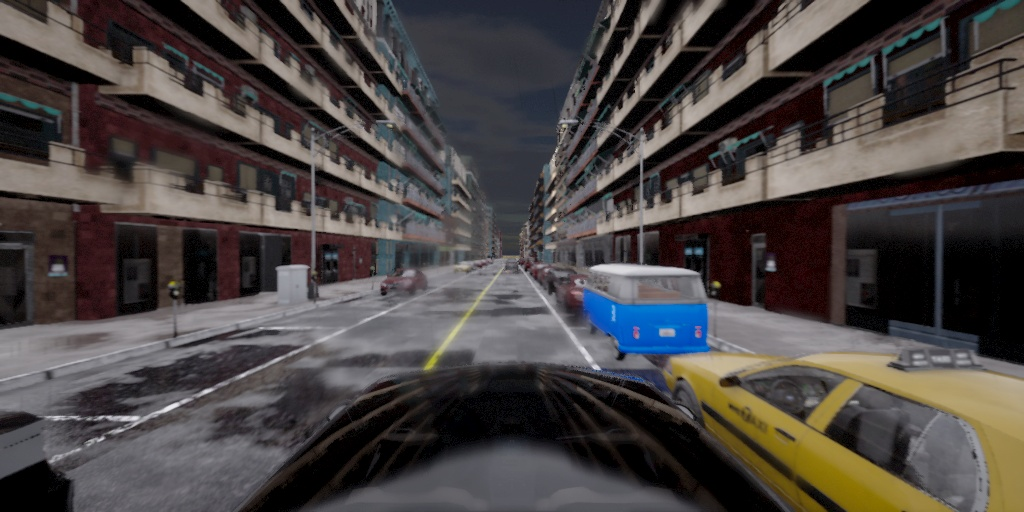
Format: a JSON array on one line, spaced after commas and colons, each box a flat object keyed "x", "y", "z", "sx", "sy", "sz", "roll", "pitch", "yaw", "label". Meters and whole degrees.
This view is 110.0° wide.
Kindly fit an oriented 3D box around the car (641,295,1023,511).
[{"x": 2.690, "y": 1.275, "z": 2.532, "sx": 1.751, "sy": 1.417, "sz": 4.829, "roll": 0, "pitch": 0, "yaw": 0, "label": "car"}]

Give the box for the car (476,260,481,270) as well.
[{"x": -5.697, "y": 1.319, "z": 47.842, "sx": 2.007, "sy": 1.370, "sz": 4.403, "roll": 0, "pitch": 0, "yaw": 0, "label": "car"}]

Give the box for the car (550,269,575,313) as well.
[{"x": 2.688, "y": 1.332, "z": 13.732, "sx": 1.802, "sy": 1.307, "sz": 4.207, "roll": 0, "pitch": 0, "yaw": 0, "label": "car"}]

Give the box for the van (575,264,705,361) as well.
[{"x": 2.689, "y": 1.090, "z": 8.047, "sx": 1.690, "sy": 1.789, "sz": 3.998, "roll": 0, "pitch": 0, "yaw": 0, "label": "van"}]

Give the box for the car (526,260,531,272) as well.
[{"x": 2.686, "y": 1.341, "z": 36.470, "sx": 1.802, "sy": 1.307, "sz": 4.207, "roll": 0, "pitch": 0, "yaw": 0, "label": "car"}]

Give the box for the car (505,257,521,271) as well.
[{"x": -0.006, "y": 1.262, "z": 50.309, "sx": 2.128, "sy": 1.511, "sz": 4.902, "roll": 0, "pitch": 0, "yaw": 0, "label": "car"}]

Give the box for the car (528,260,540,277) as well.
[{"x": 2.686, "y": 1.301, "z": 30.785, "sx": 1.888, "sy": 1.381, "sz": 4.507, "roll": 0, "pitch": 0, "yaw": 0, "label": "car"}]

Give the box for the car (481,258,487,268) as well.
[{"x": -5.699, "y": 1.325, "z": 59.210, "sx": 1.888, "sy": 1.381, "sz": 4.507, "roll": 0, "pitch": 0, "yaw": 0, "label": "car"}]

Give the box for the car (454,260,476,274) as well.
[{"x": -5.696, "y": 1.289, "z": 41.987, "sx": 1.751, "sy": 1.417, "sz": 4.829, "roll": 0, "pitch": 0, "yaw": 0, "label": "car"}]

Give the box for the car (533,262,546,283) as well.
[{"x": 2.687, "y": 1.335, "z": 25.101, "sx": 1.802, "sy": 1.307, "sz": 4.207, "roll": 0, "pitch": 0, "yaw": 0, "label": "car"}]

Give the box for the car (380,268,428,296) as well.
[{"x": -5.693, "y": 1.332, "z": 19.418, "sx": 1.802, "sy": 1.307, "sz": 4.207, "roll": 0, "pitch": 0, "yaw": 0, "label": "car"}]

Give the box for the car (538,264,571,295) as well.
[{"x": 2.688, "y": 1.316, "z": 19.416, "sx": 1.948, "sy": 1.339, "sz": 4.313, "roll": 0, "pitch": 0, "yaw": 0, "label": "car"}]

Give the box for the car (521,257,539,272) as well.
[{"x": 2.684, "y": 1.083, "z": 47.839, "sx": 2.192, "sy": 1.841, "sz": 5.009, "roll": 0, "pitch": 0, "yaw": 0, "label": "car"}]
